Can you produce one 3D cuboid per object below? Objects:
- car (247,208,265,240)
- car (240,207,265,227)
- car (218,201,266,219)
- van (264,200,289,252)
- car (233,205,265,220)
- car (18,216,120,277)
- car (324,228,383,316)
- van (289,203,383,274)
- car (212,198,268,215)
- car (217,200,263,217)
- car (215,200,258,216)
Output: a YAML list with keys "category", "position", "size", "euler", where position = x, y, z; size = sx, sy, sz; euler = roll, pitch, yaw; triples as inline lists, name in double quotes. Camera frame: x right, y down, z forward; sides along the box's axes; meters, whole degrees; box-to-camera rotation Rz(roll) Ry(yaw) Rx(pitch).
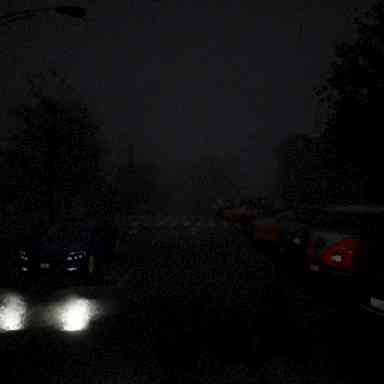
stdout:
- category: "car"
  position: [5.484, 1.668, 15.264]
  size: [5.366, 1.575, 1.946]
  euler: [1, -1, -20]
- category: "car"
  position: [5.328, 1.744, 18.224]
  size: [4.674, 1.452, 2.002]
  euler: [1, 0, -20]
- category: "car"
  position: [5.486, 1.848, 30.373]
  size: [5.366, 1.575, 1.946]
  euler: [1, -1, -20]
- category: "van"
  position: [5.188, 1.405, 12.136]
  size: [4.442, 1.987, 1.878]
  euler: [1, 0, -19]
- category: "car"
  position: [5.325, 1.780, 21.253]
  size: [4.674, 1.452, 2.002]
  euler: [1, -1, -20]
- category: "car"
  position: [-3.705, 1.609, 10.871]
  size: [1.882, 1.535, 5.008]
  euler: [0, -1, 0]
- category: "car"
  position: [5.256, 1.562, 6.128]
  size: [4.892, 1.521, 2.231]
  euler: [1, -1, -20]
- category: "van"
  position: [5.174, 1.369, 9.108]
  size: [4.442, 1.987, 1.878]
  euler: [1, 0, -20]
- category: "car"
  position: [5.269, 1.632, 33.324]
  size: [5.566, 2.045, 2.435]
  euler: [1, 0, -21]
- category: "car"
  position: [5.230, 1.794, 36.373]
  size: [4.553, 1.767, 2.185]
  euler: [1, -1, -21]
- category: "car"
  position: [5.243, 1.868, 39.397]
  size: [4.553, 1.767, 2.185]
  euler: [2, -3, -21]
